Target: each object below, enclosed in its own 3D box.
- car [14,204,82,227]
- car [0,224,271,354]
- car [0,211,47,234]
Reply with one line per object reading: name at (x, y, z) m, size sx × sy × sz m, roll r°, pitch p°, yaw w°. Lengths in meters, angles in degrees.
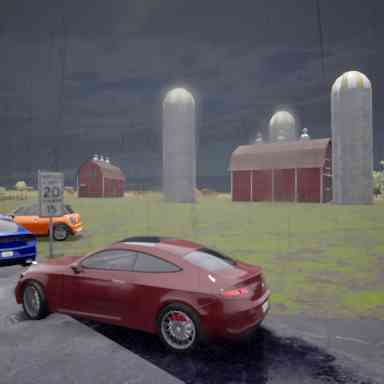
car at (-7.790, 1.372, 16.129) m, size 4.553 × 1.767 × 2.097 m, roll 0°, pitch 0°, yaw -7°
car at (-0.991, 1.529, 5.939) m, size 4.674 × 1.442 × 1.812 m, roll 0°, pitch 0°, yaw 25°
car at (-6.665, 1.480, 10.450) m, size 5.008 × 1.535 × 1.882 m, roll 0°, pitch 0°, yaw 43°
